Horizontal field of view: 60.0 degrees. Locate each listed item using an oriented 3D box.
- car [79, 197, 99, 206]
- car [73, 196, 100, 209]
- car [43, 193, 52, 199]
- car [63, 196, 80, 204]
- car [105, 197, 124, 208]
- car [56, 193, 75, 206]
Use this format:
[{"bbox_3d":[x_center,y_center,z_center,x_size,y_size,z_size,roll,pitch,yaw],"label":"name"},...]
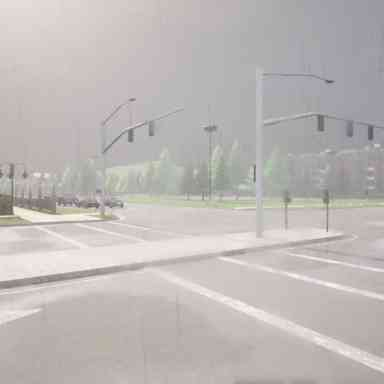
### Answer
[{"bbox_3d":[-17.192,1.566,55.535,1.994,1.385,4.181,0,0,-36],"label":"car"},{"bbox_3d":[-14.236,1.602,45.497,1.895,1.301,4.718,0,0,-36],"label":"car"},{"bbox_3d":[-26.085,1.223,61.917,2.150,2.045,5.566,0,0,-35],"label":"car"},{"bbox_3d":[-23.001,1.566,63.629,1.994,1.385,4.181,0,0,-36],"label":"car"},{"bbox_3d":[-11.431,1.493,47.592,2.128,1.511,4.902,0,0,-36],"label":"car"},{"bbox_3d":[-19.948,1.223,53.371,2.150,2.045,5.566,0,0,-36],"label":"car"}]
